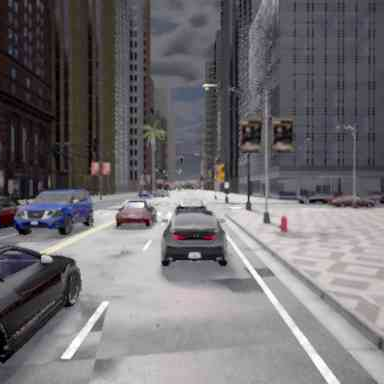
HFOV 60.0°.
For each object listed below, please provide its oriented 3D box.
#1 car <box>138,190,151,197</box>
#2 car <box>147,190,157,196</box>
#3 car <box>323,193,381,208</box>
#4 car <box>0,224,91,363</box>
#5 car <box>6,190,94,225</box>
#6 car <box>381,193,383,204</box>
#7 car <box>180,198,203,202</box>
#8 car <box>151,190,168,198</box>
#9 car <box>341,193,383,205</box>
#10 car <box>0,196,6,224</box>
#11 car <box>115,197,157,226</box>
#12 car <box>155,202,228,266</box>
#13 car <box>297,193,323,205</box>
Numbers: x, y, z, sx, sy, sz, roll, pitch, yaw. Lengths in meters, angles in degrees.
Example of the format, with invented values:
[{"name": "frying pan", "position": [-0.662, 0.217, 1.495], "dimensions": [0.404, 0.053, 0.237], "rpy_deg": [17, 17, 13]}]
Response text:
[{"name": "car", "position": [-10.013, 0.418, 69.083], "dimensions": [1.882, 1.535, 5.008], "rpy_deg": [0, 1, 0]}, {"name": "car", "position": [-10.071, 0.291, 84.686], "dimensions": [1.994, 1.385, 4.181], "rpy_deg": [0, 1, 0]}, {"name": "car", "position": [15.194, 0.920, 31.791], "dimensions": [4.206, 1.307, 1.802], "rpy_deg": [0, 1, -1]}, {"name": "car", "position": [-3.170, 1.463, 4.912], "dimensions": [1.994, 1.385, 4.181], "rpy_deg": [0, 1, 0]}, {"name": "car", "position": [-6.637, 0.904, 16.775], "dimensions": [2.150, 2.045, 5.566], "rpy_deg": [0, 1, 0]}, {"name": "car", "position": [20.832, 0.630, 31.896], "dimensions": [5.009, 1.841, 2.192], "rpy_deg": [0, 1, -1]}, {"name": "car", "position": [-0.028, 1.118, 20.035], "dimensions": [2.128, 1.511, 4.902], "rpy_deg": [0, 1, 0]}, {"name": "car", "position": [-6.763, 0.294, 69.122], "dimensions": [2.097, 1.767, 4.553], "rpy_deg": [0, 1, 0]}, {"name": "car", "position": [20.671, 0.808, 40.422], "dimensions": [4.313, 1.339, 1.947], "rpy_deg": [0, 1, -1]}, {"name": "car", "position": [-9.886, 1.049, 15.916], "dimensions": [2.097, 1.767, 4.553], "rpy_deg": [0, 1, 0]}, {"name": "car", "position": [-3.226, 1.192, 19.883], "dimensions": [1.994, 1.385, 4.181], "rpy_deg": [0, 1, 0]}, {"name": "car", "position": [0.059, 1.294, 10.715], "dimensions": [1.837, 1.490, 4.892], "rpy_deg": [0, 1, 0]}, {"name": "car", "position": [15.032, 0.831, 40.314], "dimensions": [4.313, 1.339, 1.947], "rpy_deg": [0, 1, -1]}]
